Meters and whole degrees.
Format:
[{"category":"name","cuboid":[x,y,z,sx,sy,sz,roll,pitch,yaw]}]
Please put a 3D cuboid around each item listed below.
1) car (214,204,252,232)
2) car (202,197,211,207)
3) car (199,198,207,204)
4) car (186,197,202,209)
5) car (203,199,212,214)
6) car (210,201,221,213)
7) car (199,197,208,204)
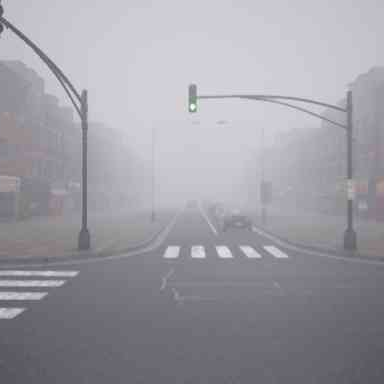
[{"category":"car","cuboid":[2.644,1.662,20.930,1.887,1.381,4.507,0,0,0]},{"category":"car","cuboid":[2.651,1.933,55.006,1.947,1.339,4.313,0,-1,0]},{"category":"car","cuboid":[2.657,2.199,83.404,1.802,1.307,4.206,0,-1,0]},{"category":"car","cuboid":[0.012,1.878,50.648,2.033,1.411,5.357,0,0,0]},{"category":"car","cuboid":[2.647,1.797,37.968,1.947,1.339,4.313,0,0,0]},{"category":"car","cuboid":[2.646,1.679,26.780,1.752,1.417,4.829,0,0,0]},{"category":"car","cuboid":[2.656,2.006,77.725,1.967,1.590,4.097,0,-1,0]}]
